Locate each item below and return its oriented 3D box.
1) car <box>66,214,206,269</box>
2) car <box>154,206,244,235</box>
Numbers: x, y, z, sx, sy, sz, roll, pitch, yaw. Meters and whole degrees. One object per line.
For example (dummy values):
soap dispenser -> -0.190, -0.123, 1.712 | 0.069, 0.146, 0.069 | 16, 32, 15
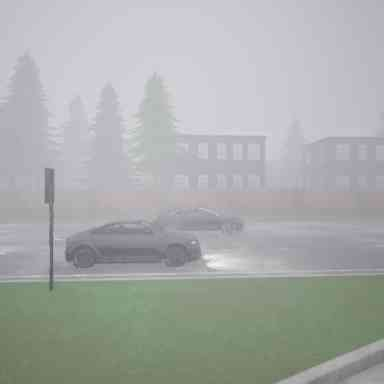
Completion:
car -> -1.806, 1.563, 10.682 | 4.181, 1.385, 1.994 | 0, 0, -4
car -> 0.321, 1.490, 17.869 | 4.902, 1.511, 2.128 | 0, 0, -5
